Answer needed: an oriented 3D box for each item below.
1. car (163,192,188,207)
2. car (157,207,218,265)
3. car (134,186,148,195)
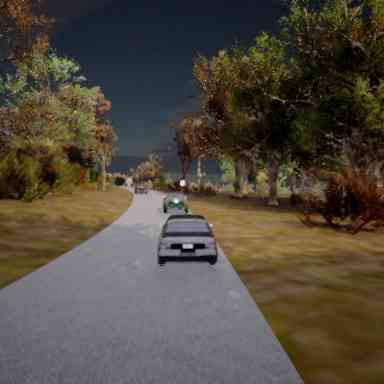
[{"bbox_3d":[-1.531,0.775,29.870,2.097,1.767,4.553,1,2,-6],"label":"car"},{"bbox_3d":[-0.200,1.486,11.527,2.033,1.411,5.357,0,1,-2],"label":"car"},{"bbox_3d":[-8.312,-0.344,54.079,1.994,1.385,4.181,1,2,-12],"label":"car"}]
